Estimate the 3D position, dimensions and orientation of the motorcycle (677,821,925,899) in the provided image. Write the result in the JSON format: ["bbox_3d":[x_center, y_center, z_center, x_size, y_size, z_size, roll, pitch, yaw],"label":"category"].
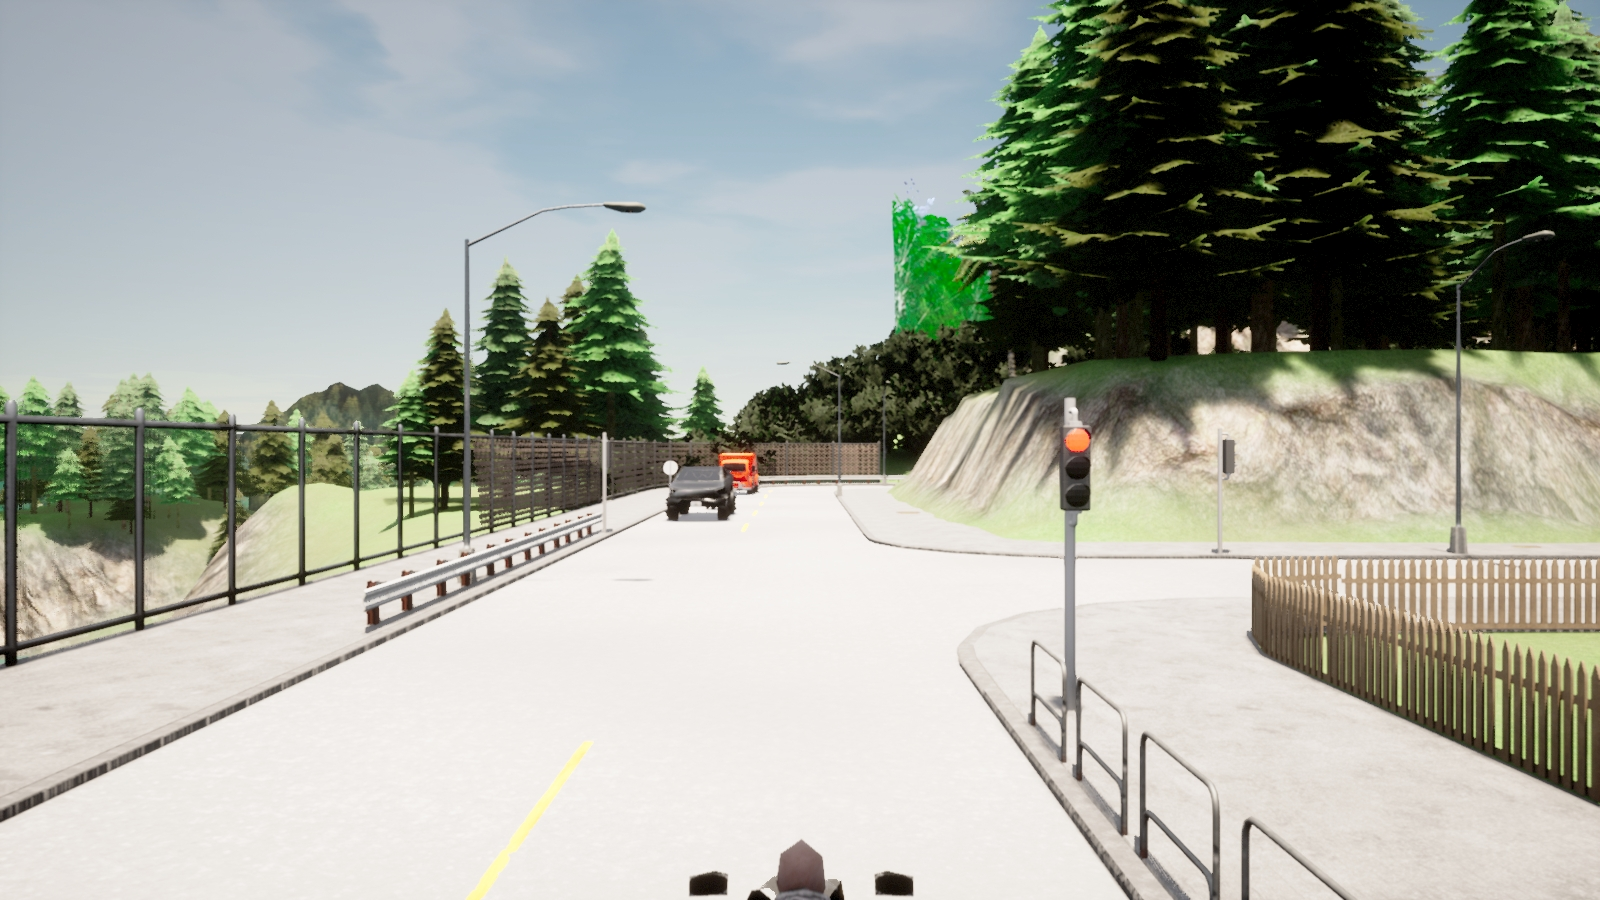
[{"bbox_3d":[0.005,2.199,3.732,0.867,1.251,2.209,0,0,0],"label":"motorcycle"}]

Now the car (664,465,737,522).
[{"bbox_3d":[-3.946,1.697,46.493,2.390,2.098,6.274,0,0,0],"label":"car"}]

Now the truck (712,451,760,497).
[{"bbox_3d":[-3.930,1.440,70.856,2.627,2.467,5.204,0,3,0],"label":"truck"}]
